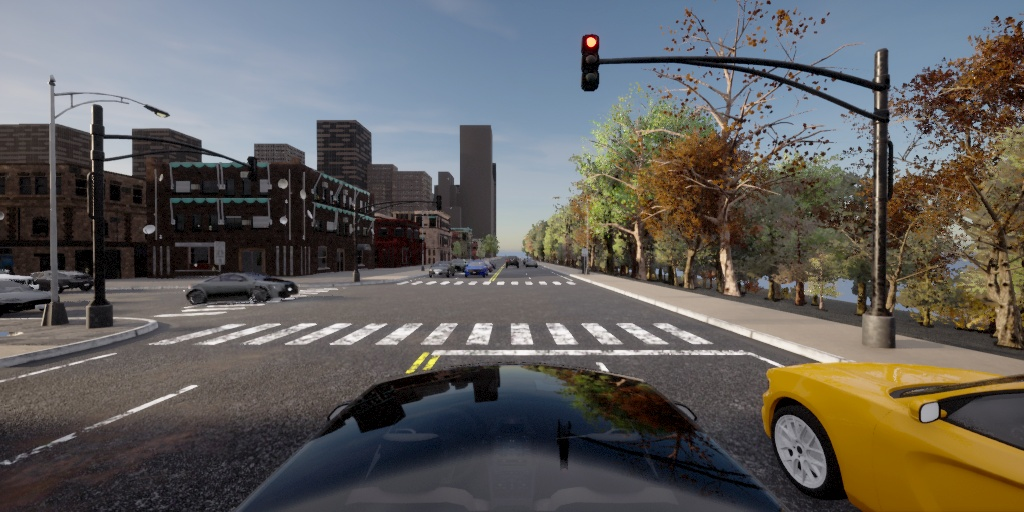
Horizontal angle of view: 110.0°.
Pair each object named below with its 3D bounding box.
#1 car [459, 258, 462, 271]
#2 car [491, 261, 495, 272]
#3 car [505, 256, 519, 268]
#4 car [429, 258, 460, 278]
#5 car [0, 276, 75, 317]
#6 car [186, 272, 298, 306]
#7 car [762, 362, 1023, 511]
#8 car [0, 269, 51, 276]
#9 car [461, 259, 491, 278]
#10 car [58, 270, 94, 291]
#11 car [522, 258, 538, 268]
[{"bbox_3d":[-6.634,1.087,44.216,2.097,1.767,4.553,0,0,0],"label":"car"},{"bbox_3d":[-3.382,1.261,44.130,1.812,1.442,4.674,0,0,0],"label":"car"},{"bbox_3d":[0.039,0.950,60.626,2.150,2.045,5.566,0,0,0],"label":"car"},{"bbox_3d":[-6.625,1.231,34.342,2.128,1.511,4.902,0,0,0],"label":"car"},{"bbox_3d":[-19.959,1.565,13.537,4.313,1.339,1.948,0,0,0],"label":"car"},{"bbox_3d":[-12.330,1.422,16.540,4.181,1.385,1.994,-2,1,-3],"label":"car"},{"bbox_3d":[3.351,1.228,1.432,1.882,1.535,5.008,0,0,0],"label":"car"},{"bbox_3d":[-25.199,1.249,16.241,5.566,2.045,2.150,0,1,0],"label":"car"},{"bbox_3d":[-3.376,1.217,34.733,1.882,1.535,5.008,0,0,0],"label":"car"},{"bbox_3d":[-28.301,1.560,22.040,4.403,1.370,2.007,0,0,0],"label":"car"},{"bbox_3d":[3.286,1.290,61.277,1.994,1.385,4.181,0,0,0],"label":"car"}]
